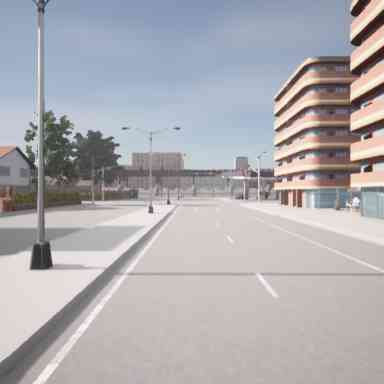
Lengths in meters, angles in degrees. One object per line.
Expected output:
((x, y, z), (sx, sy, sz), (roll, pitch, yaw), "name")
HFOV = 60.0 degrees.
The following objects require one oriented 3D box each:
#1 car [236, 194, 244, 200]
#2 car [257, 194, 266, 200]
((13.210, 1.265, 90.641), (2.242, 1.667, 4.611), (0, 0, 0), "car")
((18.955, 1.427, 91.403), (1.970, 1.475, 3.806), (0, 0, 0), "car")
